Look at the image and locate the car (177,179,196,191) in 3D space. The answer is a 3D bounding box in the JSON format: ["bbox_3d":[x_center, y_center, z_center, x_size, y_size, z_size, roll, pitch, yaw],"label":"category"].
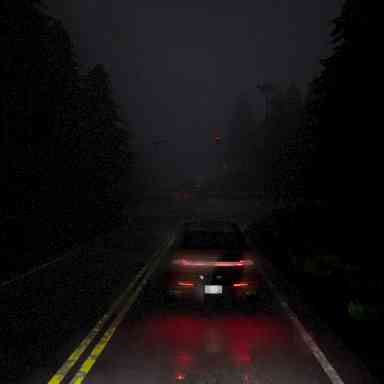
[{"bbox_3d":[-0.698,-1.071,45.239,1.812,1.442,4.674,1,9,14],"label":"car"}]

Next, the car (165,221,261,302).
[{"bbox_3d":[0.449,1.466,8.186,2.128,1.511,4.902,0,0,2],"label":"car"}]
